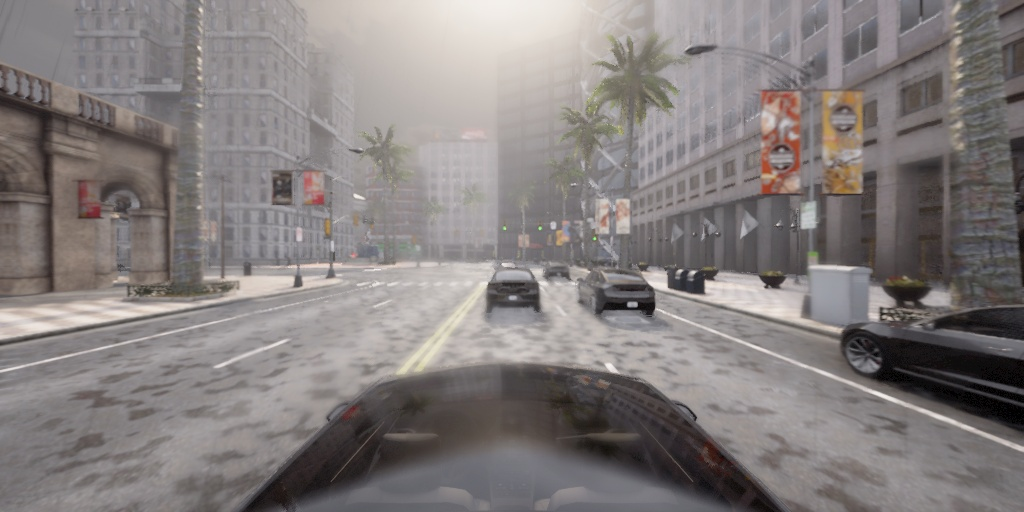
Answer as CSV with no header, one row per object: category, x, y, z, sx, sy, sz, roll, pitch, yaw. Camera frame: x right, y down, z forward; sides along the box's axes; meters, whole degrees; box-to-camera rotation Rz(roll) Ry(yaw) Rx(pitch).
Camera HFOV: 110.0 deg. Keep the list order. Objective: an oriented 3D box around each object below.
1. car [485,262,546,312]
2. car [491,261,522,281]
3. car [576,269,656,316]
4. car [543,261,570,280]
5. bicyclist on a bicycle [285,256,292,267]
car,0.059,1.167,13.818,1.882,1.535,5.008,0,0,0
car,-0.509,1.174,29.540,1.994,1.385,4.181,0,0,-9
car,3.556,1.196,12.955,1.837,1.490,4.892,0,0,0
car,3.553,1.119,29.144,1.837,1.490,4.892,0,1,0
bicyclist on a bicycle,-32.709,0.800,52.432,0.582,1.620,1.656,0,1,0
